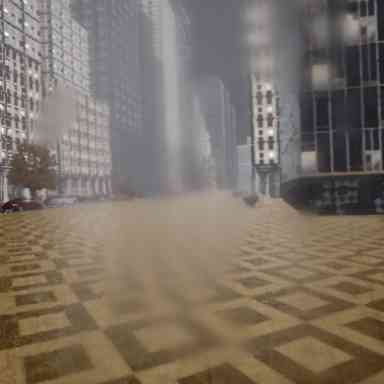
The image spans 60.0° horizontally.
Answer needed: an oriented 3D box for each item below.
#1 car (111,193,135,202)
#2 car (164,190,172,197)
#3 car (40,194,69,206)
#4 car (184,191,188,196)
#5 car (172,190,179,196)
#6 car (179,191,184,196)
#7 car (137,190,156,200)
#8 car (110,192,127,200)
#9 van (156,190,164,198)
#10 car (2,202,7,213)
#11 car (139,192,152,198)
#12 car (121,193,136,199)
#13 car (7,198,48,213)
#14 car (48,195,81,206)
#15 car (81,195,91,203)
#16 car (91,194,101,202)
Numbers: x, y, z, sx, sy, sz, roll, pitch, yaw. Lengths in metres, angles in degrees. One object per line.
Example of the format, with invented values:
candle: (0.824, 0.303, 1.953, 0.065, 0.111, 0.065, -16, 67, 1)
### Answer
car: (-11.452, 0.897, 53.892, 1.752, 1.417, 4.829, -2, 0, 12)
car: (-6.741, 0.532, 75.551, 1.967, 1.590, 4.097, -2, 0, 12)
car: (-20.529, 1.174, 49.892, 1.967, 1.590, 4.097, -2, 0, 12)
car: (-3.114, 0.408, 92.082, 1.752, 1.417, 4.829, -2, 0, 12)
car: (-5.546, 0.337, 81.005, 2.192, 1.841, 5.009, -2, 0, 12)
car: (-4.320, 0.518, 86.456, 1.947, 1.339, 4.313, -2, 0, 12)
car: (-9.138, 0.673, 64.643, 1.967, 1.590, 4.097, -2, 0, 12)
car: (-15.831, 0.892, 71.767, 1.967, 1.590, 4.097, -2, 0, 12)
van: (-7.936, 0.503, 70.095, 1.690, 1.788, 3.998, -2, 0, 12)
car: (-17.364, 1.179, 26.430, 1.967, 1.590, 4.097, -2, 0, 12)
car: (-12.303, 0.790, 88.174, 1.887, 1.381, 4.507, -2, 0, 12)
car: (-14.653, 0.927, 77.237, 1.887, 1.381, 4.507, -2, 0, 12)
car: (-16.187, 1.246, 31.891, 1.802, 1.307, 4.206, -2, 0, 12)
car: (-18.322, 1.188, 47.508, 1.812, 1.442, 4.674, -2, 0, 13)
car: (-19.351, 1.207, 55.361, 1.887, 1.381, 4.507, -2, 0, 12)
car: (-18.176, 1.142, 60.830, 2.008, 1.369, 4.403, -2, 0, 12)
